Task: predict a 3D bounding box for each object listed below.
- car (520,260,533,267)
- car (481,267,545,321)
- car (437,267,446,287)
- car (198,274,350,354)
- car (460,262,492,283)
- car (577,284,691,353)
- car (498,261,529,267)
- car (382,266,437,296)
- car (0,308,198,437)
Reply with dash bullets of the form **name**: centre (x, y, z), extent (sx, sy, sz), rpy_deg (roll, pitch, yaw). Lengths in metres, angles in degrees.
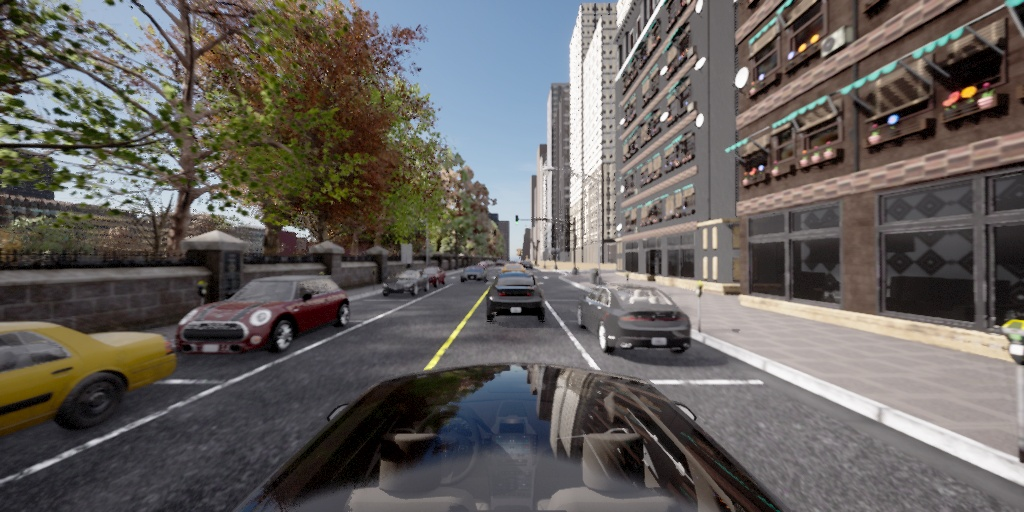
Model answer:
- **car**: centre (2.757, 1.668, 63.279), extent (1.948, 1.339, 4.313), rpy_deg (0, 0, 0)
- **car**: centre (0.113, 1.313, 12.711), extent (1.837, 1.490, 4.892), rpy_deg (0, 0, 0)
- **car**: centre (-5.795, 1.422, 25.371), extent (1.888, 1.381, 4.507), rpy_deg (0, 0, 0)
- **car**: centre (-5.686, 1.227, 8.756), extent (1.967, 1.591, 4.097), rpy_deg (0, 0, 0)
- **car**: centre (-3.006, 1.463, 29.370), extent (1.994, 1.385, 4.181), rpy_deg (0, 0, 1)
- **car**: centre (2.695, 1.338, 8.748), extent (2.007, 1.370, 4.403), rpy_deg (0, 0, 0)
- **car**: centre (0.129, 1.373, 28.630), extent (1.882, 1.535, 5.008), rpy_deg (0, 0, 0)
- **car**: centre (-5.750, 1.397, 19.831), extent (2.007, 1.370, 4.403), rpy_deg (0, 0, 0)
- **car**: centre (-5.692, 1.283, 3.047), extent (1.751, 1.417, 4.829), rpy_deg (0, 0, 0)
